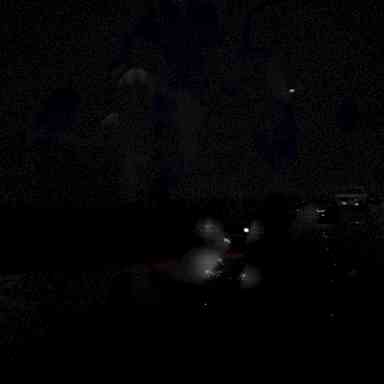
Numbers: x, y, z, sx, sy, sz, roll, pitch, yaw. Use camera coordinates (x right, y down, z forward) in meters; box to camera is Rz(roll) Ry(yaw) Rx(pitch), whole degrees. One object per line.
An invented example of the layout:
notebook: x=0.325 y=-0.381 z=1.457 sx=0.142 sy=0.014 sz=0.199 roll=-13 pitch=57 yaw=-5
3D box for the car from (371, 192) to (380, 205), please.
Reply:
car: x=20.371 y=0.676 z=38.309 sx=2.033 sy=1.411 sz=5.357 roll=-1 pitch=0 yaw=36

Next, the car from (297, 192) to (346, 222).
car: x=8.273 y=1.004 z=21.481 sx=1.837 sy=1.490 sz=4.892 roll=-1 pitch=1 yaw=36

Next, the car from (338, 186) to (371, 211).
car: x=14.143 y=0.532 z=29.677 sx=2.150 sy=2.045 sz=5.566 roll=-1 pitch=1 yaw=36

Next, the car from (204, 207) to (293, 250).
car: x=2.376 y=1.304 z=13.143 sx=1.895 sy=1.301 sz=4.718 roll=-1 pitch=1 yaw=34
